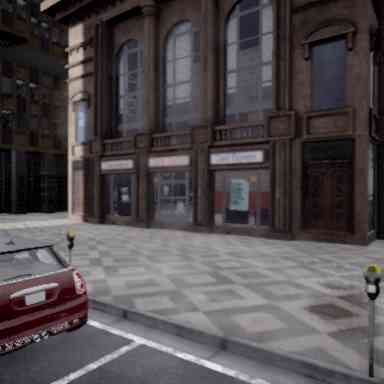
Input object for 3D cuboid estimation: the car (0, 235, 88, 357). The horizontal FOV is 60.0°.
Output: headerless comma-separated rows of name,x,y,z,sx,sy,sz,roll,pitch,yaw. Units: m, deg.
car,-3.659,1.440,5.567,4.097,1.590,1.967,0,0,36
